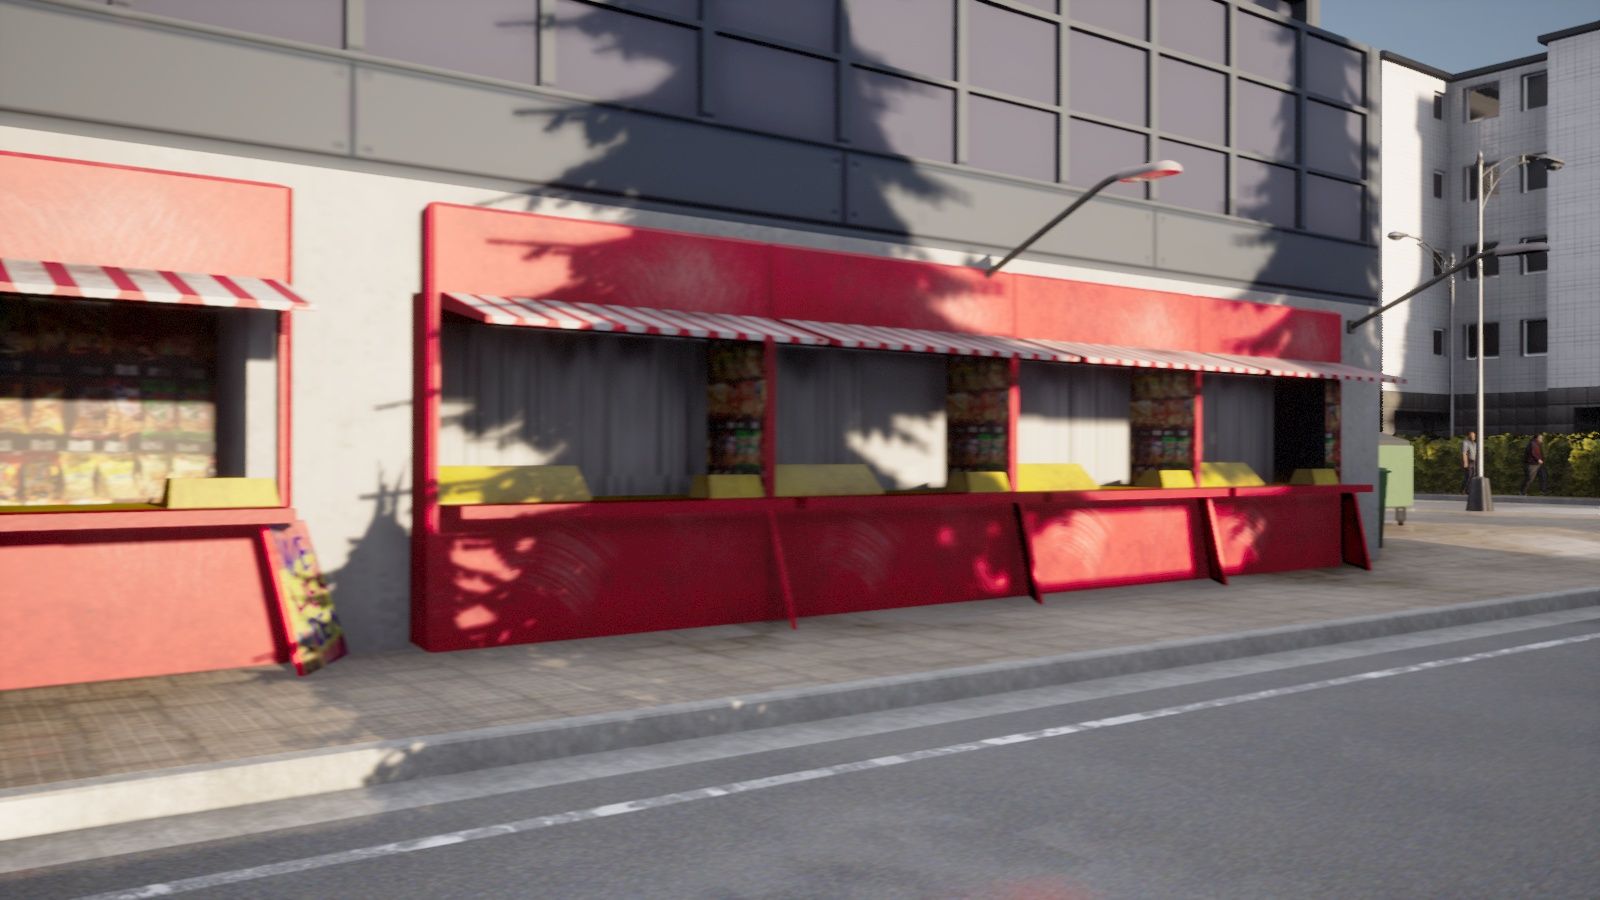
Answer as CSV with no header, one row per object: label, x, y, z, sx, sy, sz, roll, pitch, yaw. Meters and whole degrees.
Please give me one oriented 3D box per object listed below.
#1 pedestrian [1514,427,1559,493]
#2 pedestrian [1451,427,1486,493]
pedestrian,20.827,0.279,35.525,0.634,1.844,0.899,0,0,-30
pedestrian,18.950,0.282,35.610,0.540,1.848,0.694,0,0,-22
